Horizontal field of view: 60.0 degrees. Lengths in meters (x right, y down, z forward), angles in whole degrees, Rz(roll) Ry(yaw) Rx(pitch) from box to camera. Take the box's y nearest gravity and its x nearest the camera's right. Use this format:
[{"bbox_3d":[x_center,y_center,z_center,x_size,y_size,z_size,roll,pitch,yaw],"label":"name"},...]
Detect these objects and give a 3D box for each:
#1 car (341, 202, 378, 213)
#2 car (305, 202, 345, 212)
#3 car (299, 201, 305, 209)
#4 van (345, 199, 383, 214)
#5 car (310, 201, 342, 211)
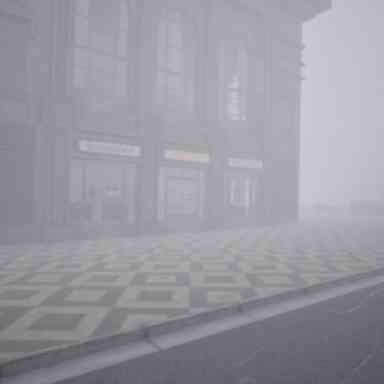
[{"bbox_3d":[24.960,2.266,49.688,1.887,1.381,4.507,2,-1,-36],"label":"car"},{"bbox_3d":[18.007,2.020,44.710,1.887,1.381,4.507,2,-1,-36],"label":"car"},{"bbox_3d":[18.505,2.308,58.658,1.887,1.381,4.507,2,-1,-36],"label":"car"},{"bbox_3d":[21.237,1.796,40.228,1.690,1.788,3.998,2,-1,-36],"label":"van"},{"bbox_3d":[21.732,2.286,54.173,1.887,1.381,4.507,2,-1,-36],"label":"car"}]
